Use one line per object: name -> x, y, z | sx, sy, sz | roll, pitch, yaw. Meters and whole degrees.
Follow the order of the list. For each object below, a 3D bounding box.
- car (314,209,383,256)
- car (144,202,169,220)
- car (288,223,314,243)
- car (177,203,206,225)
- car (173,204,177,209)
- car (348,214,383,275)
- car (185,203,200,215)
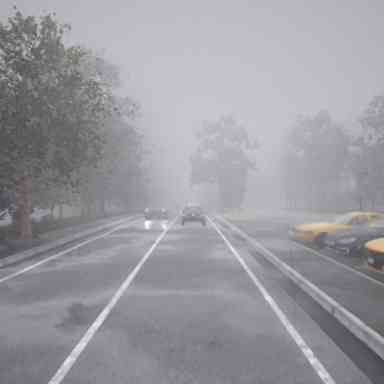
car -> 7.091, 1.497, 11.326 | 4.892, 1.521, 2.231 | 0, 0, 0
car -> -3.339, 1.713, 32.083 | 2.097, 1.767, 4.553 | 0, -1, 0
car -> 6.903, 1.513, 14.095 | 5.366, 1.575, 1.946 | 0, 0, 0
car -> 0.106, 1.789, 26.541 | 2.033, 1.411, 5.357 | 0, -1, 0
car -> -3.234, 3.264, 73.441 | 1.895, 1.301, 4.718 | 0, -2, 0
car -> 7.090, 1.484, 8.554 | 5.008, 1.535, 2.097 | 0, 0, 0
car -> 0.109, 2.201, 43.060 | 1.812, 1.442, 4.674 | 0, -2, 0
